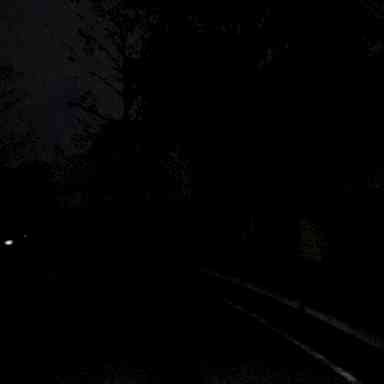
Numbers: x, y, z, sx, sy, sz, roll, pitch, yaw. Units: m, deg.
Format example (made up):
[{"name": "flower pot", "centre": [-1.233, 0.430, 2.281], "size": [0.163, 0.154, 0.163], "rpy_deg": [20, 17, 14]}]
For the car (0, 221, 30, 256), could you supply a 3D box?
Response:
[{"name": "car", "centre": [-8.289, 1.805, 13.002], "size": [4.181, 1.385, 1.994], "rpy_deg": [-1, -1, 32]}]
